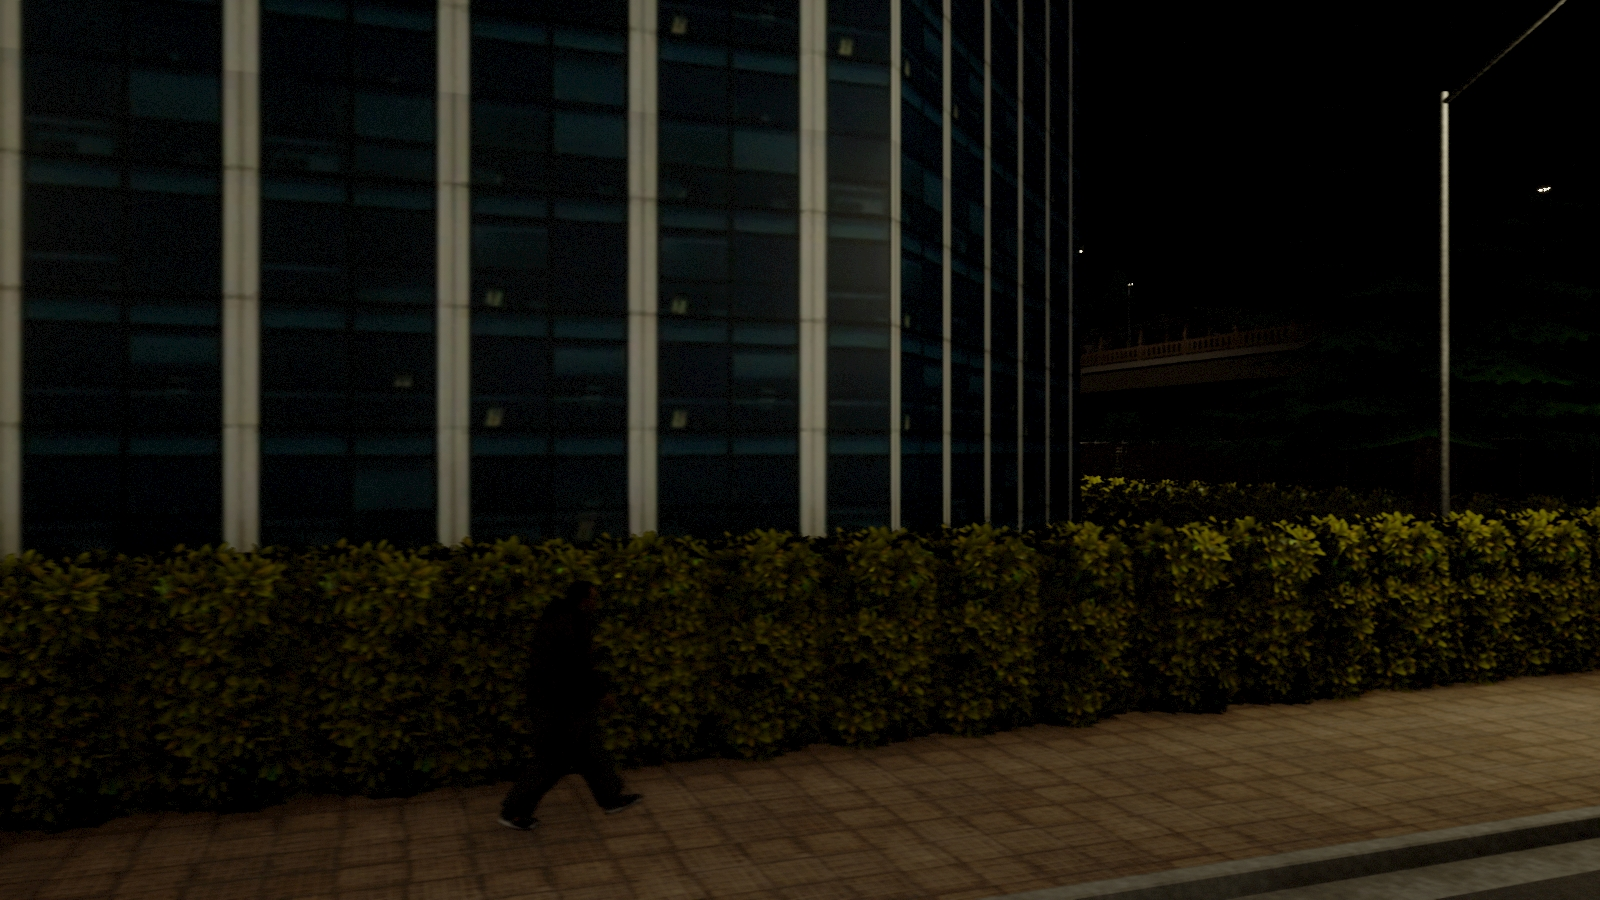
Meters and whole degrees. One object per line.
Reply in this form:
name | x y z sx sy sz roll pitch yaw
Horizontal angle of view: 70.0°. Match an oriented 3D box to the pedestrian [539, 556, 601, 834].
pedestrian | -1.625 1.697 8.060 0.375 1.860 0.375 0 0 -20
